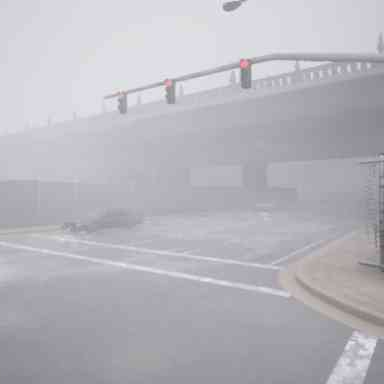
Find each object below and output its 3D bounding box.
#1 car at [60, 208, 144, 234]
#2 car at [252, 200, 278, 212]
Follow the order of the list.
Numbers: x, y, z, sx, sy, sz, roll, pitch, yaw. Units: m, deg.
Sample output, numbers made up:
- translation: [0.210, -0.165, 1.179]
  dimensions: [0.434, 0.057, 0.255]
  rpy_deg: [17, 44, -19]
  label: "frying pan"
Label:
- translation: [-5.376, 1.710, 20.756]
  dimensions: [2.033, 1.411, 5.357]
  rpy_deg: [0, 0, 35]
  label: "car"
- translation: [9.090, 1.695, 41.114]
  dimensions: [1.812, 1.442, 4.674]
  rpy_deg: [0, 0, 35]
  label: "car"
